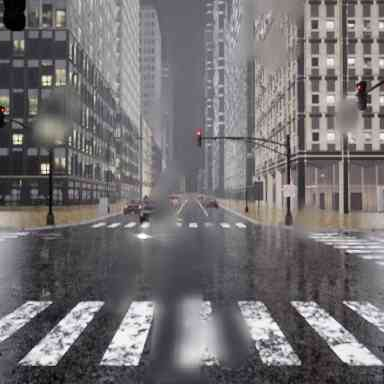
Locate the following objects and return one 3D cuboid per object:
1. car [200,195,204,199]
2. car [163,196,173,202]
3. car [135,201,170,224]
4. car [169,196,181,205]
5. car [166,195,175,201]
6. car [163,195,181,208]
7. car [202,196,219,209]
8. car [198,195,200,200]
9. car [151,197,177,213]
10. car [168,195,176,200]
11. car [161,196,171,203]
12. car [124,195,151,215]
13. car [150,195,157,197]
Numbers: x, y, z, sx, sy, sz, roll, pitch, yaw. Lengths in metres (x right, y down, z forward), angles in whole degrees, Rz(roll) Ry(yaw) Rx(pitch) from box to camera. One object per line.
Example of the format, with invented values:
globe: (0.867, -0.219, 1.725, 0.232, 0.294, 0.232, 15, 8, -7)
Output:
car: (2.695, 1.531, 56.332, 1.752, 1.417, 4.829, 1, 0, 0)
car: (-5.690, 1.559, 78.394, 2.008, 1.369, 4.403, 1, 0, 0)
car: (-2.828, 1.603, 24.686, 1.895, 1.301, 4.718, 0, 0, -4)
car: (-3.058, 1.511, 59.731, 1.837, 1.490, 4.892, 0, 0, 1)
car: (-5.692, 1.561, 89.544, 2.008, 1.369, 4.403, 1, 0, 0)
car: (-3.100, 1.356, 49.112, 2.097, 1.767, 4.553, 0, 0, 0)
car: (2.695, 1.586, 45.006, 1.802, 1.307, 4.206, 1, 0, 0)
car: (2.693, 1.572, 61.739, 1.947, 1.339, 4.313, 1, 0, 0)
car: (-3.101, 1.551, 37.498, 2.033, 1.411, 5.357, 0, 0, 0)
car: (-5.693, 1.578, 95.119, 1.947, 1.339, 4.313, 1, 0, 0)
car: (-5.689, 1.553, 72.818, 1.887, 1.381, 4.507, 1, 0, 0)
car: (-5.680, 1.443, 33.792, 1.967, 1.590, 4.097, 1, 0, 0)
car: (-5.679, 1.319, 44.943, 2.192, 1.841, 5.009, 1, 0, 0)
